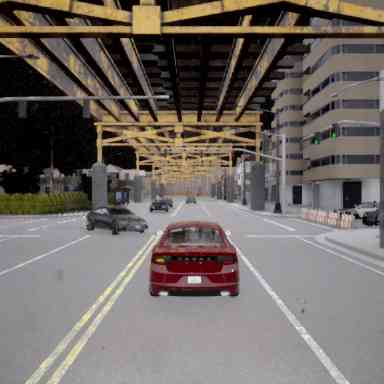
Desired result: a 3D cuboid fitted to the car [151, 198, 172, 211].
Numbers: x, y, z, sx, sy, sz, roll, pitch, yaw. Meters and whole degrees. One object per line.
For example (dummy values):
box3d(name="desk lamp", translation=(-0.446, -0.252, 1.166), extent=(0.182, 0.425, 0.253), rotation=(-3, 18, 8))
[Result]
box3d(name="car", translation=(-3.684, 1.564, 38.282), extent=(1.994, 1.385, 4.181), rotation=(0, 0, 0))

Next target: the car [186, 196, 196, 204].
box3d(name="car", translation=(-0.153, 1.547, 63.319), extent=(2.033, 1.411, 5.357), rotation=(0, 0, 0))

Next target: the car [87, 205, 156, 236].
box3d(name="car", translation=(-4.282, 1.526, 18.661), extent=(1.812, 1.442, 4.674), rotation=(2, -1, -43))

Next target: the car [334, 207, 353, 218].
box3d(name="car", translation=(13.574, 1.295, 25.481), extent=(4.536, 1.218, 1.853), rotation=(0, 0, 25))

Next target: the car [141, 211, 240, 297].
box3d(name="car", translation=(0.053, 1.478, 8.643), extent=(1.882, 1.535, 5.008), rotation=(0, 0, 0))

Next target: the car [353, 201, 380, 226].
box3d(name="car", translation=(13.211, 1.453, 21.343), extent=(4.974, 1.542, 2.038), rotation=(0, 0, -20))
